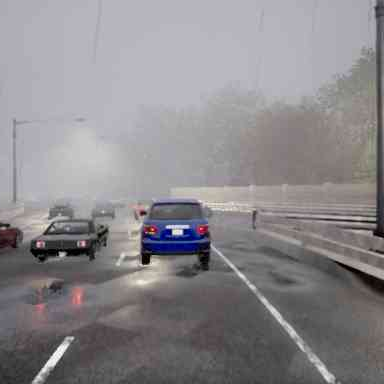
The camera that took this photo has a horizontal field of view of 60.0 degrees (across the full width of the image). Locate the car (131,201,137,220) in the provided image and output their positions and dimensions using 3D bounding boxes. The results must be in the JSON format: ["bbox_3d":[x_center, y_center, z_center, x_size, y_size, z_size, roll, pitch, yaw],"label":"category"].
[{"bbox_3d":[-4.192,1.430,29.312,2.097,1.767,4.553,0,0,-15],"label":"car"}]

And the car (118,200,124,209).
[{"bbox_3d":[-11.248,1.740,48.197,1.895,1.301,4.718,0,0,-25],"label":"car"}]

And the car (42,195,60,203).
[{"bbox_3d":[-31.064,1.482,72.000,2.097,1.767,4.553,0,0,-43],"label":"car"}]

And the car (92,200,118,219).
[{"bbox_3d":[-8.089,1.659,30.236,1.994,1.385,4.181,0,0,-16],"label":"car"}]

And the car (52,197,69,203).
[{"bbox_3d":[-30.071,1.871,76.096,1.895,1.301,4.718,0,0,-43],"label":"car"}]

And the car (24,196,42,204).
[{"bbox_3d":[-33.701,1.658,69.698,1.812,1.442,4.674,0,0,-43],"label":"car"}]

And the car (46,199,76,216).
[{"bbox_3d":[-11.550,1.612,29.681,1.837,1.490,4.892,0,0,-16],"label":"car"}]

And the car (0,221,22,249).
[{"bbox_3d":[-7.774,1.581,11.938,1.812,1.442,4.674,0,0,-7],"label":"car"}]

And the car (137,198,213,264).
[{"bbox_3d":[-0.722,1.250,12.143,2.150,2.045,5.566,0,0,-7],"label":"car"}]

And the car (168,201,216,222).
[{"bbox_3d":[-0.109,1.582,28.254,1.812,1.442,4.674,0,0,-34],"label":"car"}]

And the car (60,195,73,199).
[{"bbox_3d":[-28.446,1.476,74.323,2.097,1.767,4.553,0,0,-43],"label":"car"}]

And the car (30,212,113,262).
[{"bbox_3d":[-4.286,1.644,12.438,1.895,1.301,4.718,0,0,-7],"label":"car"}]
